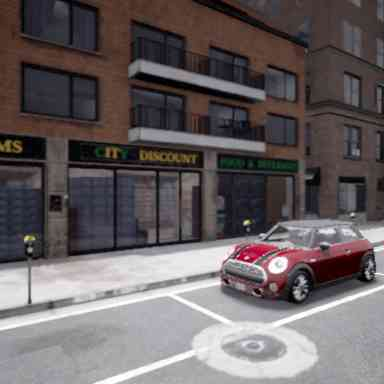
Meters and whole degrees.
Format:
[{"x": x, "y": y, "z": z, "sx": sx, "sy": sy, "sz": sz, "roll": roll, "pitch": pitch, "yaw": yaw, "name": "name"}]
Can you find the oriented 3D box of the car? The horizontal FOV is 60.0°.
[{"x": 2.635, "y": 1.438, "z": 8.066, "sx": 4.097, "sy": 1.590, "sz": 1.967, "roll": 0, "pitch": 0, "yaw": -35, "name": "car"}]
